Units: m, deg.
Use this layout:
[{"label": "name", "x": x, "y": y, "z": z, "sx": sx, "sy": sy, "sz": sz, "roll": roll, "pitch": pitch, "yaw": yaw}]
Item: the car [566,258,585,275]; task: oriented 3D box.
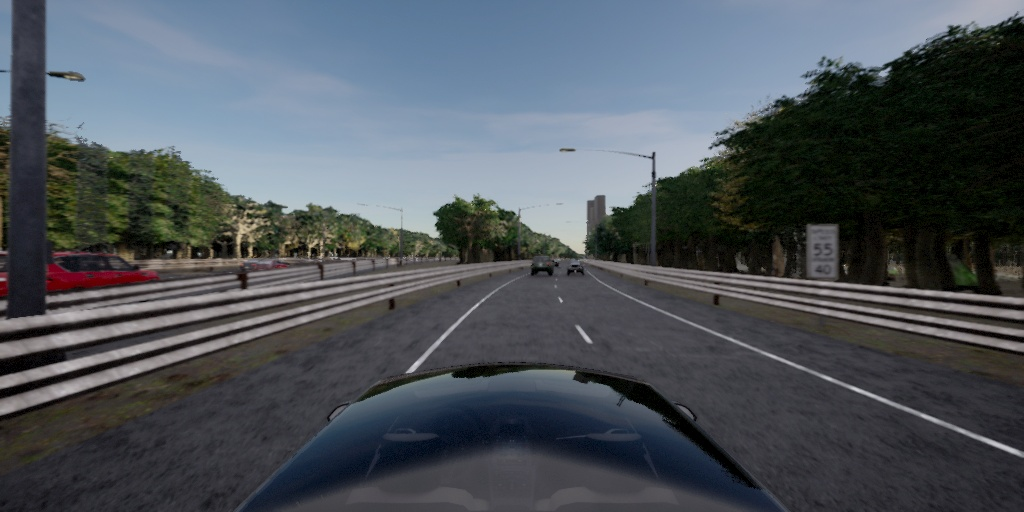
[{"label": "car", "x": 7.056, "y": 1.316, "z": 40.028, "sx": 1.837, "sy": 1.490, "sz": 4.892, "roll": 0, "pitch": 0, "yaw": 10}]

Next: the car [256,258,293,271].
[{"label": "car", "x": -29.460, "y": 1.016, "z": 44.636, "sx": 2.128, "sy": 1.511, "sz": 4.902, "roll": 0, "pitch": 0, "yaw": -10}]

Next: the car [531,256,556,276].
[{"label": "car", "x": 3.315, "y": 1.009, "z": 38.872, "sx": 2.150, "sy": 2.045, "sz": 5.566, "roll": 0, "pitch": 0, "yaw": 9}]

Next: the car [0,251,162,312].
[{"label": "car", "x": -14.804, "y": 0.873, "z": 12.256, "sx": 2.150, "sy": 2.045, "sz": 5.566, "roll": 0, "pitch": 0, "yaw": -15}]

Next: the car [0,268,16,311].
[{"label": "car", "x": -17.729, "y": 1.152, "z": 10.123, "sx": 1.812, "sy": 1.442, "sz": 4.674, "roll": 0, "pitch": 0, "yaw": -15}]

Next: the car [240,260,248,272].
[{"label": "car", "x": -28.378, "y": 1.058, "z": 39.946, "sx": 1.812, "sy": 1.442, "sz": 4.674, "roll": 0, "pitch": 0, "yaw": -13}]

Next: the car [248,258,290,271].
[{"label": "car", "x": -23.977, "y": 1.093, "z": 35.847, "sx": 1.812, "sy": 1.442, "sz": 4.674, "roll": 0, "pitch": 0, "yaw": -12}]
